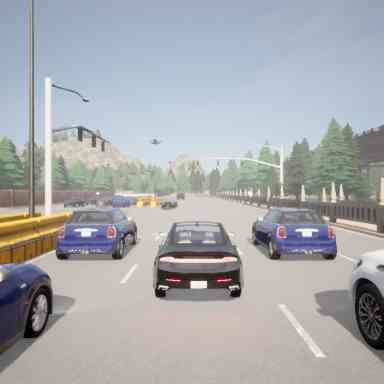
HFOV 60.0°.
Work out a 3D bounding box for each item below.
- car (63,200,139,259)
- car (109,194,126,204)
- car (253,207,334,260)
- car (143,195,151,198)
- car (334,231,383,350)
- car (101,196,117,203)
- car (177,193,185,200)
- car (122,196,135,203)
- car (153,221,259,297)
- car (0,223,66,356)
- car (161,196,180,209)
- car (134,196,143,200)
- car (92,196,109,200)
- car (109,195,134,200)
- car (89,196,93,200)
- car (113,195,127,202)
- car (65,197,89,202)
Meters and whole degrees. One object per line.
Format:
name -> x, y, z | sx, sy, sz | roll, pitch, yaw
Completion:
car -> -3.401, 1.352, 12.675 | 2.097, 1.767, 4.553 | 0, 0, -1
car -> -13.807, 1.352, 62.126 | 2.097, 1.767, 4.553 | 0, 0, 1
car -> 3.647, 1.352, 12.653 | 2.097, 1.767, 4.553 | 0, 0, 0
car -> -10.241, 1.491, 67.696 | 2.128, 1.511, 4.902 | 0, 0, 0
car -> 3.615, 1.221, 3.068 | 2.150, 2.045, 5.566 | 0, 0, 0
car -> -17.227, 1.525, 69.235 | 2.128, 1.511, 4.902 | 0, 0, 0
car -> -3.134, 1.225, 92.572 | 2.150, 2.045, 5.566 | 0, 0, 0
car -> -13.715, 1.553, 72.146 | 1.994, 1.385, 4.181 | 0, 0, 0
car -> 0.132, 1.492, 8.540 | 2.128, 1.511, 4.902 | 0, 0, 0
car -> -3.383, 1.352, 3.759 | 2.097, 1.767, 4.553 | 0, 0, 0
car -> -3.077, 1.601, 45.846 | 1.895, 1.301, 4.718 | 0, 0, 1
car -> -10.348, 1.526, 58.334 | 1.812, 1.442, 4.674 | 0, 0, 1
car -> -13.864, 1.526, 52.983 | 1.812, 1.442, 4.674 | 0, 0, 1
car -> -10.393, 1.478, 49.267 | 1.882, 1.535, 5.008 | 0, 0, 0
car -> -17.337, 1.505, 58.809 | 1.837, 1.490, 4.892 | 0, 0, 1
car -> -17.185, 1.540, 79.726 | 2.033, 1.411, 5.357 | 0, 0, 0
car -> -17.411, 1.505, 49.395 | 1.837, 1.490, 4.892 | 0, 0, 1
